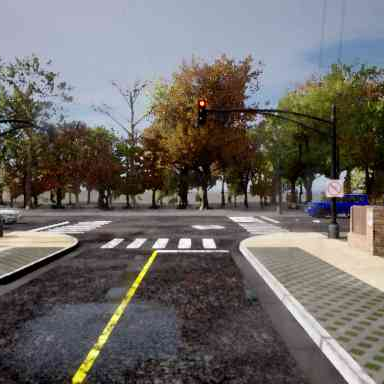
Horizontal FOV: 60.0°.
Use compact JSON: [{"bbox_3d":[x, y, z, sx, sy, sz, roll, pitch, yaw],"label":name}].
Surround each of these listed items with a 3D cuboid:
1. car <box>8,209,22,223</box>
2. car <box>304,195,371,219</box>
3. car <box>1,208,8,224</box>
[{"bbox_3d":[-14.297,1.474,22.941,4.674,1.442,1.812,0,0,0],"label":"car"},{"bbox_3d":[12.938,1.275,29.626,5.566,2.045,2.150,0,0,0],"label":"car"},{"bbox_3d":[-14.057,1.423,19.689,5.008,1.535,1.882,0,0,0],"label":"car"}]
